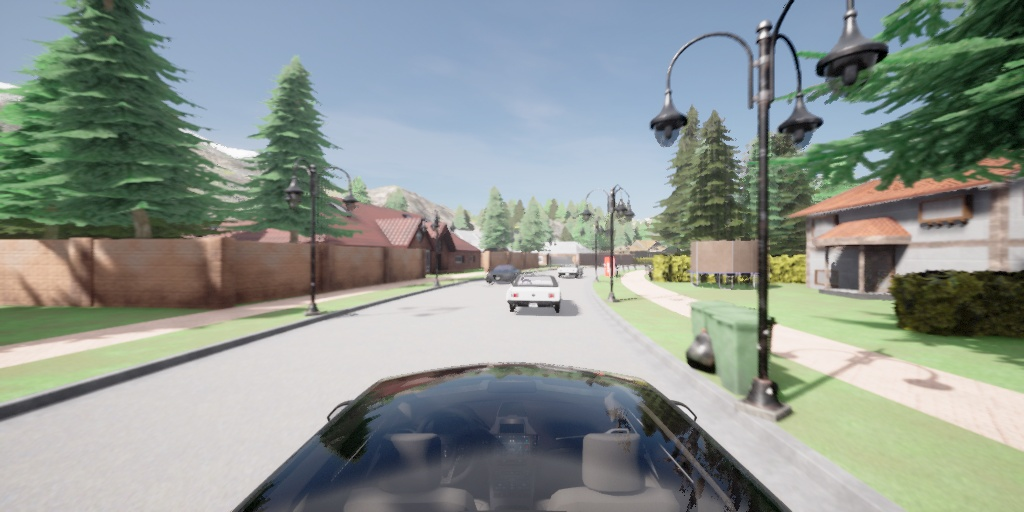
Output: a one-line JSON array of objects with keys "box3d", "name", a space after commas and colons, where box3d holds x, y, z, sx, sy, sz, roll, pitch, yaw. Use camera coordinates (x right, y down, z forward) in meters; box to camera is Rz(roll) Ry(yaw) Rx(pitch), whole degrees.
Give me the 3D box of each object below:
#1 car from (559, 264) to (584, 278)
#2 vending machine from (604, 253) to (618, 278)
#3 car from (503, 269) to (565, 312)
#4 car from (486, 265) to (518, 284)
[{"box3d": [5.865, 1.403, 35.358, 1.895, 1.301, 4.718, 0, 0, 19], "name": "car"}, {"box3d": [9.052, 1.008, 33.360, 1.100, 2.100, 0.880, 0, 0, 19], "name": "vending machine"}, {"box3d": [0.989, 1.366, 14.275, 1.895, 1.301, 4.718, 0, 0, 7], "name": "car"}, {"box3d": [-0.497, 1.334, 26.581, 1.994, 1.385, 4.181, 0, 0, 14], "name": "car"}]
